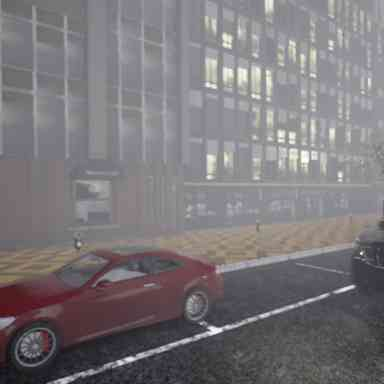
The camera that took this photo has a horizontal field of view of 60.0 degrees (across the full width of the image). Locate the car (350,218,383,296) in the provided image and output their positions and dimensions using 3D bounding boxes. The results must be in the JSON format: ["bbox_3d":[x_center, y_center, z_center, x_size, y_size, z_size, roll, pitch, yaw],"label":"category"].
[{"bbox_3d":[5.916,1.258,7.677,5.566,2.045,2.150,0,0,-37],"label":"car"}]

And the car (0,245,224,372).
[{"bbox_3d":[-1.319,1.613,5.651,4.206,1.307,1.802,0,-1,-37],"label":"car"}]

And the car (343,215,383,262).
[{"bbox_3d":[7.799,1.608,12.439,4.403,1.369,2.008,0,-1,-37],"label":"car"}]
